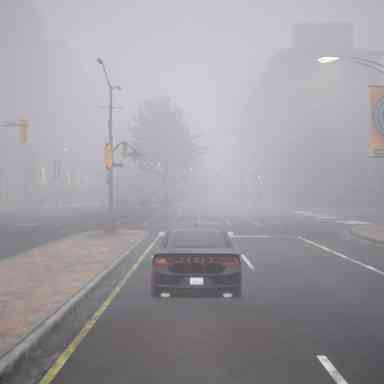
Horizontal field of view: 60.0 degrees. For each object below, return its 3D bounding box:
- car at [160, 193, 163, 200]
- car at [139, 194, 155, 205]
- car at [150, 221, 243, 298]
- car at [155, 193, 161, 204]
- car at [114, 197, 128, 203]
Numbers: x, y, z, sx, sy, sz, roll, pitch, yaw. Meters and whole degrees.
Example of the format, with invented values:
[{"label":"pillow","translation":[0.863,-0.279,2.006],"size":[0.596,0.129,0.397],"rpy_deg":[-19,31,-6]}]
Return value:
[{"label":"car","translation":[-7.717,1.225,76.572],"size":[2.150,2.045,5.566],"rpy_deg":[0,0,0]},{"label":"car","translation":[-7.873,1.505,56.562],"size":[1.837,1.490,4.892],"rpy_deg":[0,0,1]},{"label":"car","translation":[0.109,1.478,8.555],"size":[1.882,1.535,5.008],"rpy_deg":[0,0,1]},{"label":"car","translation":[-7.791,1.526,65.821],"size":[1.812,1.442,4.674],"rpy_deg":[0,0,1]},{"label":"car","translation":[-14.499,1.595,67.931],"size":[1.895,1.301,4.718],"rpy_deg":[0,0,0]}]
